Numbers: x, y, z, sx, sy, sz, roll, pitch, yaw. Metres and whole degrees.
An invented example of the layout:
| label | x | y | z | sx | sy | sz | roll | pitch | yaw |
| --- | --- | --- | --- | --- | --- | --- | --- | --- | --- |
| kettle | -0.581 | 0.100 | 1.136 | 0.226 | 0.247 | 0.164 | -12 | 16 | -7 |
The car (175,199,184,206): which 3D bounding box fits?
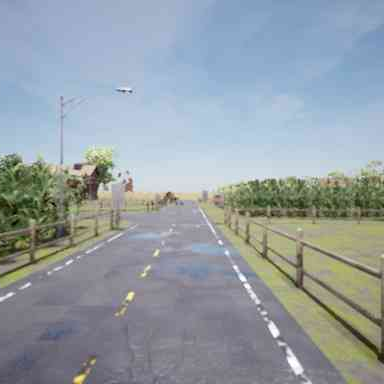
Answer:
| label | x | y | z | sx | sy | sz | roll | pitch | yaw |
| --- | --- | --- | --- | --- | --- | --- | --- | --- | --- |
| car | -2.778 | 2.267 | 73.710 | 1.812 | 1.442 | 4.674 | 0 | -1 | 0 |
